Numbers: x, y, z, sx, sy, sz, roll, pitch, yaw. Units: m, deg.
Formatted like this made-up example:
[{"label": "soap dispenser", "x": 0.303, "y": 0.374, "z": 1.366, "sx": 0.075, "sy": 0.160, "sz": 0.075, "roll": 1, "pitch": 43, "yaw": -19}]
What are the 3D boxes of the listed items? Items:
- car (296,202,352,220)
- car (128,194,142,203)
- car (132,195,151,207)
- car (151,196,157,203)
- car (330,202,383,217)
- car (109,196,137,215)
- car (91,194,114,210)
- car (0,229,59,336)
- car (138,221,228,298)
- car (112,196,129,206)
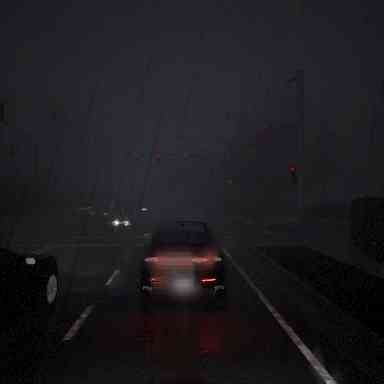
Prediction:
[{"label": "car", "x": 11.396, "y": 1.547, "z": 27.232, "sx": 5.357, "sy": 1.411, "sz": 2.033, "roll": 0, "pitch": 0, "yaw": 0}, {"label": "car", "x": -11.765, "y": 1.355, "z": 69.061, "sx": 2.097, "sy": 1.767, "sz": 4.553, "roll": 0, "pitch": 0, "yaw": -1}, {"label": "car", "x": -8.061, "y": 1.601, "z": 51.765, "sx": 1.895, "sy": 1.301, "sz": 4.718, "roll": 0, "pitch": 0, "yaw": -1}, {"label": "car", "x": -8.249, "y": 1.562, "z": 67.108, "sx": 1.994, "sy": 1.385, "sz": 4.181, "roll": 0, "pitch": 0, "yaw": -1}, {"label": "car", "x": 15.468, "y": 1.601, "z": 30.696, "sx": 4.718, "sy": 1.301, "sz": 1.895, "roll": 0, "pitch": 0, "yaw": 0}, {"label": "car", "x": -7.099, "y": 1.492, "z": 34.310, "sx": 2.128, "sy": 1.511, "sz": 4.902, "roll": 0, "pitch": 0, "yaw": -11}, {"label": "car", "x": -11.433, "y": 1.221, "z": 43.442, "sx": 2.150, "sy": 2.045, "sz": 5.566, "roll": 0, "pitch": 0, "yaw": -2}, {"label": "car", "x": -3.612, "y": 1.478, "z": 4.875, "sx": 1.882, "sy": 1.535, "sz": 5.008, "roll": 0, "pitch": 0, "yaw": -2}, {"label": "car", "x": -0.245, "y": 1.492, "z": 8.539, "sx": 2.128, "sy": 1.511, "sz": 4.902, "roll": 0, "pitch": 0, "yaw": -2}, {"label": "car", "x": -11.602, "y": 1.505, "z": 54.409, "sx": 1.837, "sy": 1.490, "sz": 4.892, "roll": 0, "pitch": 0, "yaw": -1}]
